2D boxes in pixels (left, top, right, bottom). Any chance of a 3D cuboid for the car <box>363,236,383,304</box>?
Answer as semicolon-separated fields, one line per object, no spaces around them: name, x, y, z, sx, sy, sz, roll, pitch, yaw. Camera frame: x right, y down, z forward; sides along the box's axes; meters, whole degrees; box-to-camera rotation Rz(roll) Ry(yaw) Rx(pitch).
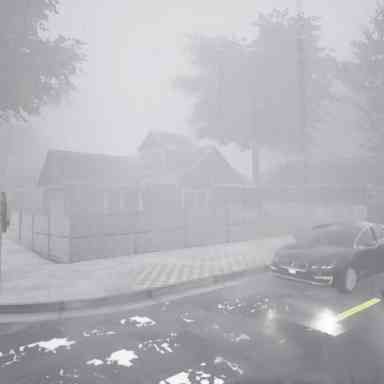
car;5.862;1.618;6.919;5.357;1.411;2.033;1;-1;-39

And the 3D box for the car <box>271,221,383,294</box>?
car;4.202;1.602;9.244;4.892;1.490;1.837;1;-1;-39
